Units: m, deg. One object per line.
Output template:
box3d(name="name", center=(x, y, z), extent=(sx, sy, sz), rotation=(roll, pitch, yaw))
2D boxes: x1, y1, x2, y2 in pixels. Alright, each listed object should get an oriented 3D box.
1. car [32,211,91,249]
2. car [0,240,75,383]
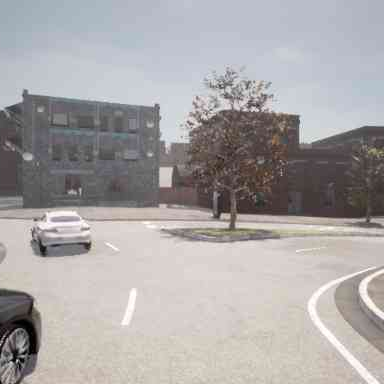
box3d(name="car", center=(-5.474, 1.501, 13.808), extent=(1.812, 1.442, 4.674), rotation=(0, 0, -29))
box3d(name="car", center=(-3.136, 1.492, 2.465), extent=(2.128, 1.511, 4.902), rotation=(0, 0, 9))
